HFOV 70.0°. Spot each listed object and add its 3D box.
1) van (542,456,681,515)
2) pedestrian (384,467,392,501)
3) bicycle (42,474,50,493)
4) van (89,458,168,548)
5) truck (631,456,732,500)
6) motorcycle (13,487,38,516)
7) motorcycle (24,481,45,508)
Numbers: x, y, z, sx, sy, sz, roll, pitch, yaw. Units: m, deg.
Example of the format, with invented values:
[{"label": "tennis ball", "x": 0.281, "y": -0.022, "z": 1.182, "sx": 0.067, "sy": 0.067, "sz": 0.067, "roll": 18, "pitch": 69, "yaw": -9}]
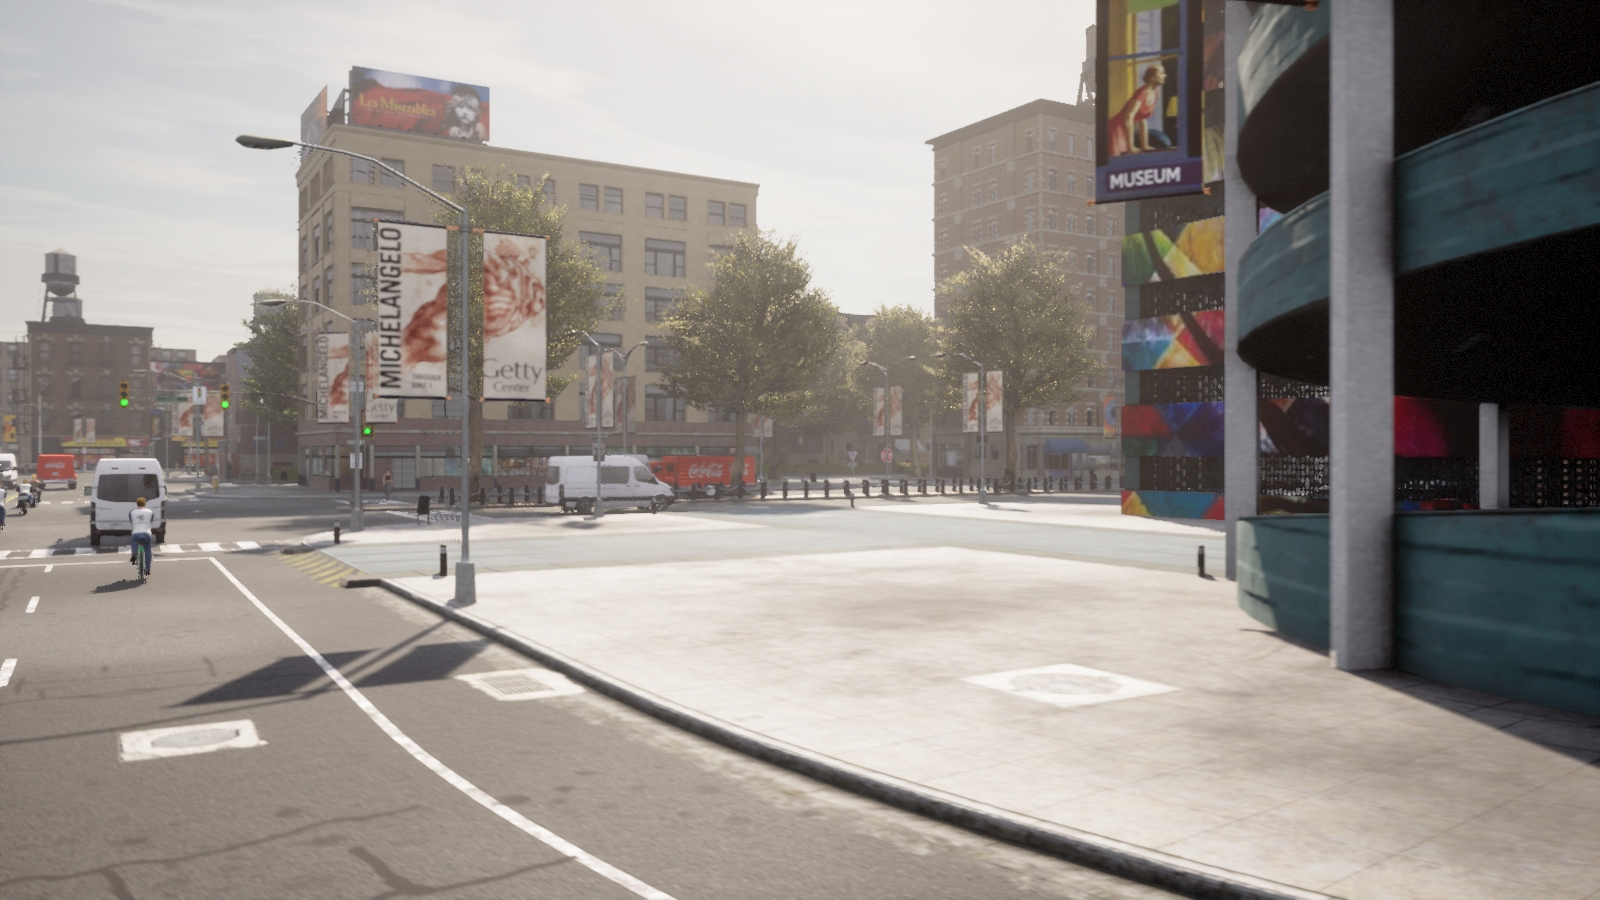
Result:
[{"label": "van", "x": -8.533, "y": 1.547, "z": 52.031, "sx": 5.915, "sy": 2.561, "sz": 1.988, "roll": 0, "pitch": 0, "yaw": -33}, {"label": "pedestrian", "x": -22.692, "y": 1.861, "z": 62.856, "sx": 0.375, "sy": 1.860, "sz": 0.375, "roll": 0, "pitch": 0, "yaw": -26}, {"label": "bicycle", "x": -49.918, "y": 2.217, "z": 75.618, "sx": 0.373, "sy": 1.196, "sz": 1.643, "roll": 0, "pitch": 0, "yaw": -31}, {"label": "van", "x": -21.130, "y": 1.540, "z": 35.880, "sx": 1.988, "sy": 2.561, "sz": 5.915, "roll": 0, "pitch": 0, "yaw": -31}, {"label": "truck", "x": -6.875, "y": 1.583, "z": 66.568, "sx": 5.204, "sy": 2.467, "sz": 2.627, "roll": 0, "pitch": 0, "yaw": -32}, {"label": "motorcycle", "x": -33.612, "y": 2.220, "z": 49.593, "sx": 0.803, "sy": 1.145, "sz": 2.033, "roll": 0, "pitch": 0, "yaw": -31}, {"label": "motorcycle", "x": -37.674, "y": 2.178, "z": 56.215, "sx": 0.764, "sy": 1.277, "sz": 2.356, "roll": 0, "pitch": 0, "yaw": -31}]
